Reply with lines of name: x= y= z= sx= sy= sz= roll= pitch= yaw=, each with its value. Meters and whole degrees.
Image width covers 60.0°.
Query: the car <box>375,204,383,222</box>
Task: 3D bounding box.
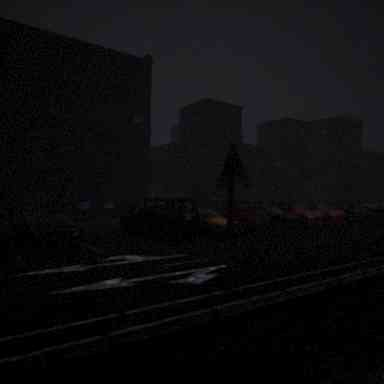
car: x=13.993 y=1.766 z=28.550 sx=2.231 sy=1.521 sz=4.892 roll=1 pitch=0 yaw=-36

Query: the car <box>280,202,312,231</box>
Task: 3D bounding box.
car: x=5.014 y=1.642 z=22.148 sx=2.097 sy=1.535 sz=5.008 roll=1 pitch=0 yaw=-36

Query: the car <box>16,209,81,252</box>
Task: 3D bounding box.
car: x=-6.202 y=1.504 z=14.134 sx=2.231 sy=1.521 sz=4.892 roll=1 pitch=-1 yaw=-36

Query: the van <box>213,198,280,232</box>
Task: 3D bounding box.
van: x=2.844 y=1.388 z=20.447 sx=1.878 sy=1.987 sz=4.442 roll=1 pitch=0 yaw=-36

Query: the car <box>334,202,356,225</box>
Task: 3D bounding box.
car: x=9.486 y=1.576 z=25.376 sx=2.185 sy=1.767 sz=4.553 roll=1 pitch=0 yaw=-36

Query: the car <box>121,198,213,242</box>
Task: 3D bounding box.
car: x=-1.727 y=1.307 z=17.359 sx=2.435 sy=2.045 sz=5.566 roll=1 pitch=0 yaw=-36

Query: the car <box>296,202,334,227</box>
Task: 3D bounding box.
car: x=7.244 y=1.545 z=23.773 sx=2.185 sy=1.767 sz=4.553 roll=1 pitch=0 yaw=-36

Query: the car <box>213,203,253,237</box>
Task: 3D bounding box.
car: x=0.638 y=1.583 z=18.787 sx=1.946 sy=1.575 sz=5.366 roll=1 pitch=0 yaw=-36

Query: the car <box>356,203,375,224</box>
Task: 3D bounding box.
car: x=11.766 y=1.606 z=26.928 sx=2.185 sy=1.767 sz=4.553 roll=1 pitch=0 yaw=-36

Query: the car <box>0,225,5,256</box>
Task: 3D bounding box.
car: x=-8.427 y=1.346 z=12.499 sx=2.185 sy=1.767 sz=4.553 roll=1 pitch=-1 yaw=-36
